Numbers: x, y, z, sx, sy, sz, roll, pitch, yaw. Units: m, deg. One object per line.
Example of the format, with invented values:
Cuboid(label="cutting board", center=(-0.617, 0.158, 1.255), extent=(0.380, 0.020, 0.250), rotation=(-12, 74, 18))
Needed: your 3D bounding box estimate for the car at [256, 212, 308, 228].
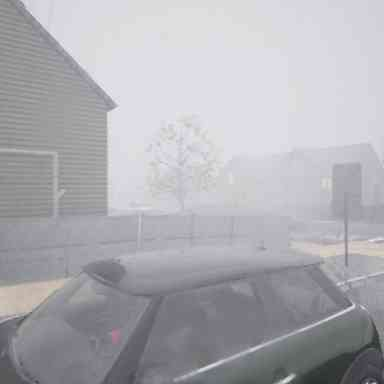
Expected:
Cuboid(label="car", center=(5.756, 2.049, 22.789), extent=(1.994, 1.385, 4.181), rotation=(0, -1, -36))

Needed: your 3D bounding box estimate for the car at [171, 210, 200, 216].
Cuboid(label="car", center=(-0.059, 2.322, 30.937), extent=(1.895, 1.301, 4.718), rotation=(0, -1, -36))

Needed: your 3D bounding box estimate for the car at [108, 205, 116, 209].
Cuboid(label="car", center=(-14.459, 2.929, 56.003), extent=(2.033, 1.411, 5.357), rotation=(0, -1, -36))

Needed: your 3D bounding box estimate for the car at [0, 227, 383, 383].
Cuboid(label="car", center=(-0.390, 1.361, 2.784), extent=(4.553, 1.767, 2.097), rotation=(1, 0, -35))

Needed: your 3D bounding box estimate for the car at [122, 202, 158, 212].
Cuboid(label="car", center=(-6.145, 2.190, 39.468), extent=(2.150, 2.045, 5.566), rotation=(0, -1, -35))

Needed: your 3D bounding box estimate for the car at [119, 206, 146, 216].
Cuboid(label="car", center=(-8.626, 2.746, 47.920), extent=(1.895, 1.301, 4.718), rotation=(0, -1, -35))
